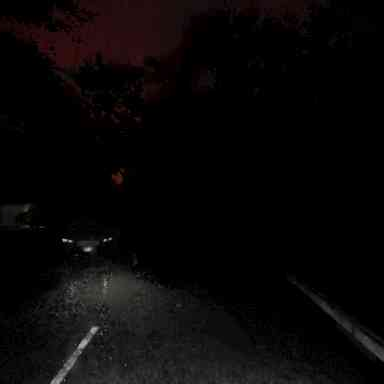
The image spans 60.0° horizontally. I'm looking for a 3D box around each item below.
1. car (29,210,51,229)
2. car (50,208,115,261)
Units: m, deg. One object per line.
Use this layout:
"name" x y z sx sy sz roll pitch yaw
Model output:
"car" -9.077 1.860 22.957 4.674 1.442 1.812 -1 -4 26
"car" -4.195 1.554 12.807 2.128 1.511 4.902 2 -1 -22
